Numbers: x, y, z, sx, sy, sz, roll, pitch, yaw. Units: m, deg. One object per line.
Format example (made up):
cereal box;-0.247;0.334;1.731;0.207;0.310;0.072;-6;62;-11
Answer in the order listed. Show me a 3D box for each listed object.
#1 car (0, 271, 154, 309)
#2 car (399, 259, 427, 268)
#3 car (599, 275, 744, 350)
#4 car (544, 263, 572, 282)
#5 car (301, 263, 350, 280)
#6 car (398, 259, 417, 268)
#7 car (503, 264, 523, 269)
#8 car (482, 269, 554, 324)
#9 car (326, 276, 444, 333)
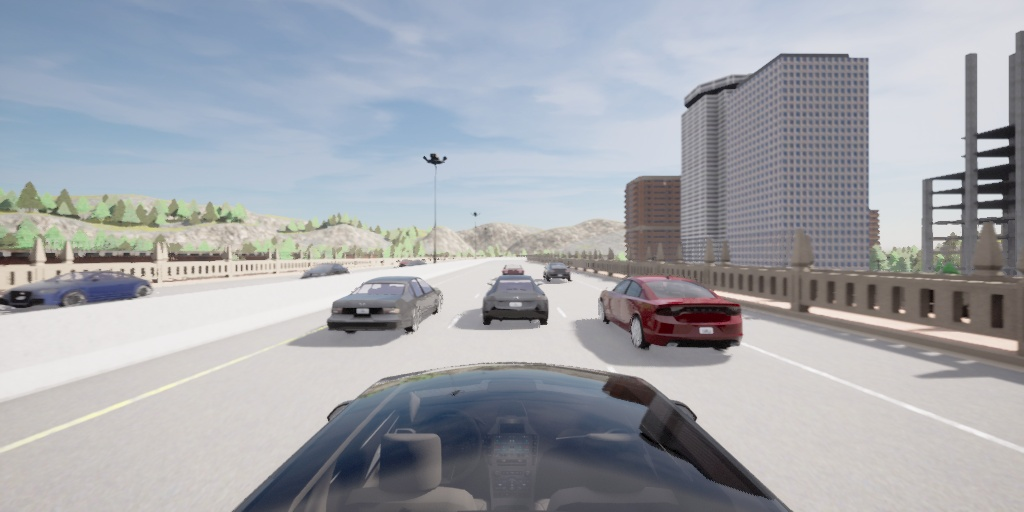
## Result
car;-17.594;1.317;14.832;1.994;1.385;4.181;0;0;0
car;-10.568;1.261;39.507;1.837;1.490;4.892;0;0;0
car;3.601;1.228;9.113;1.882;1.535;5.008;0;0;0
car;3.608;1.278;29.104;1.812;1.442;4.674;0;0;0
car;-14.076;1.279;27.391;1.812;1.442;4.674;0;0;0
car;-17.846;1.243;61.565;1.882;1.535;5.008;0;0;-2
car;0.108;1.354;31.718;1.895;1.301;4.718;0;0;0
car;0.103;1.315;11.976;1.994;1.385;4.181;0;0;0
car;-3.398;1.299;10.674;2.033;1.411;5.357;0;0;0
